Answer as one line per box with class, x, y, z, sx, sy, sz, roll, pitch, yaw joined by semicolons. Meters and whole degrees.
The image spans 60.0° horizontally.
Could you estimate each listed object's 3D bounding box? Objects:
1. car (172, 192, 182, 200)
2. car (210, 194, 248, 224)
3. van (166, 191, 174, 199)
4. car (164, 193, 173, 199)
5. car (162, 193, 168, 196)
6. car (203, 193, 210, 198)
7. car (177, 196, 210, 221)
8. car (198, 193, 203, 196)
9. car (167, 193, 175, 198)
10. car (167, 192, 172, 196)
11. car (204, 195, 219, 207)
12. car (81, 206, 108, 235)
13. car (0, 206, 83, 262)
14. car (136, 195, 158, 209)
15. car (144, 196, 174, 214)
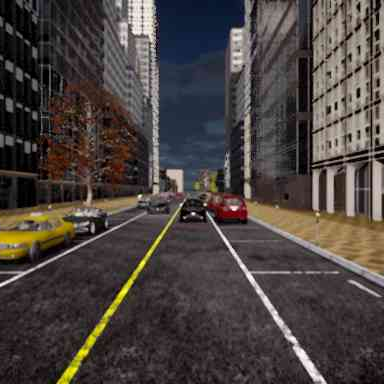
car;-3.051;0.950;73.353;1.882;1.535;5.008;0;0;0
car;2.679;1.169;23.482;2.192;1.841;5.009;0;0;0
van;-5.746;0.765;86.101;1.690;1.788;3.998;0;0;0
car;-5.743;1.010;80.410;1.887;1.381;4.507;0;0;0
car;-5.727;1.209;57.641;1.802;1.307;4.206;0;0;0
car;2.671;1.096;34.866;2.192;1.841;5.009;0;0;0
car;0.082;1.321;25.187;1.882;1.535;5.008;0;0;0
car;0.071;1.233;42.650;2.163;1.488;4.792;0;0;0
car;-5.750;0.964;91.795;1.802;1.307;4.206;0;0;0
car;-5.735;1.098;69.026;2.008;1.369;4.403;0;0;0
car;2.662;1.229;46.421;1.752;1.417;4.829;0;0;0
car;-5.700;1.442;17.797;2.008;1.369;4.403;0;0;0
car;-5.696;1.453;11.933;1.752;1.417;4.829;0;0;0
car;-5.715;1.295;40.566;2.008;1.369;4.403;0;0;0
car;-3.119;1.365;31.910;1.994;1.385;4.181;0;0;0
